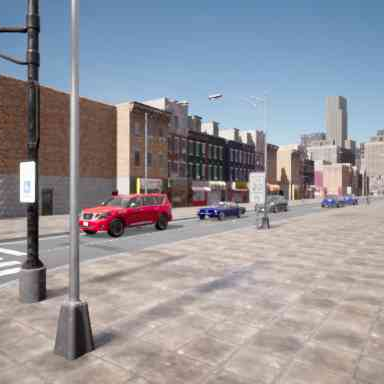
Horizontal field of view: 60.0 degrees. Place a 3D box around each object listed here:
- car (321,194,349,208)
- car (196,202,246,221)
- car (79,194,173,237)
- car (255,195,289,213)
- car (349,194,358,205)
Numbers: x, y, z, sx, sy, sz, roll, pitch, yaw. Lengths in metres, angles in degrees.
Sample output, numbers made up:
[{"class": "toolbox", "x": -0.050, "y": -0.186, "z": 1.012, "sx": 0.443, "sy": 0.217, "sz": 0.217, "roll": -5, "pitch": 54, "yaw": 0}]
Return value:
[{"class": "car", "x": 18.412, "y": 1.097, "z": 43.194, "sx": 2.097, "sy": 1.767, "sz": 4.553, "roll": 0, "pitch": 0, "yaw": 36}, {"class": "car", "x": 2.334, "y": 1.435, "z": 25.740, "sx": 1.895, "sy": 1.301, "sz": 4.718, "roll": 0, "pitch": 0, "yaw": 35}, {"class": "car", "x": -3.350, "y": 1.117, "z": 17.757, "sx": 2.150, "sy": 2.045, "sz": 5.566, "roll": 0, "pitch": 0, "yaw": 36}, {"class": "car", "x": 8.141, "y": 1.139, "z": 33.856, "sx": 2.097, "sy": 1.767, "sz": 4.553, "roll": 0, "pitch": 0, "yaw": 36}, {"class": "car", "x": 24.223, "y": 1.064, "z": 51.292, "sx": 2.097, "sy": 1.767, "sz": 4.553, "roll": 0, "pitch": 0, "yaw": 32}]
